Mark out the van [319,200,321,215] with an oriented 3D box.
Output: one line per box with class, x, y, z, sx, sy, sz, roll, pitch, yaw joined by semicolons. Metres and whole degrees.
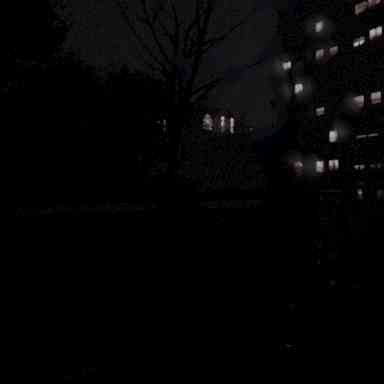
van;10.683;1.593;32.790;1.690;1.788;3.998;-2;0;-36
